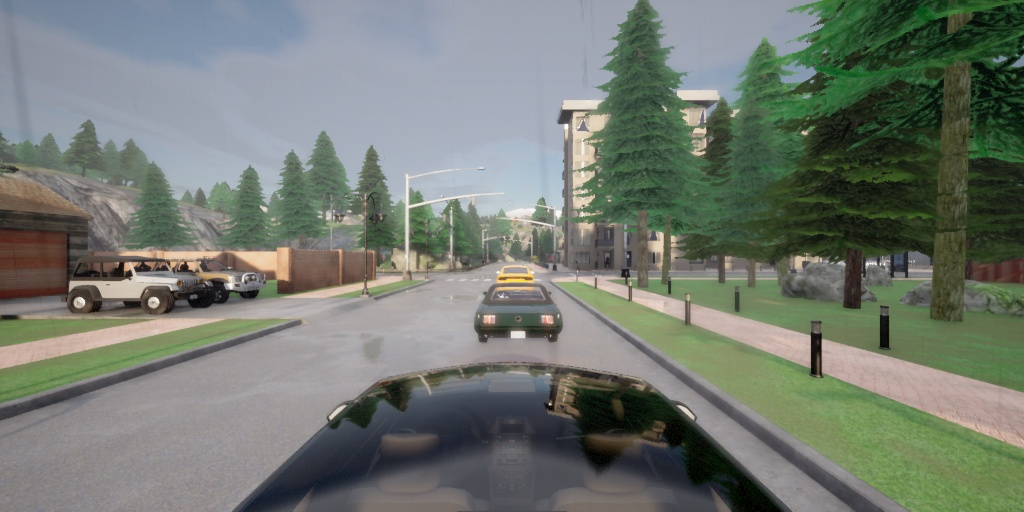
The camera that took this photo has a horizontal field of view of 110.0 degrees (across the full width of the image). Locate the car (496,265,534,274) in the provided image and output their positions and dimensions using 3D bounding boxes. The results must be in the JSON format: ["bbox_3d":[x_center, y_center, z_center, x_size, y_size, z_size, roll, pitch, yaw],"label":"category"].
[{"bbox_3d":[0.180,1.228,19.017,1.882,1.535,5.008,0,0,0],"label":"car"}]

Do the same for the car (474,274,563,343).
[{"bbox_3d":[0.148,1.351,9.677,1.895,1.301,4.718,0,0,0],"label":"car"}]
